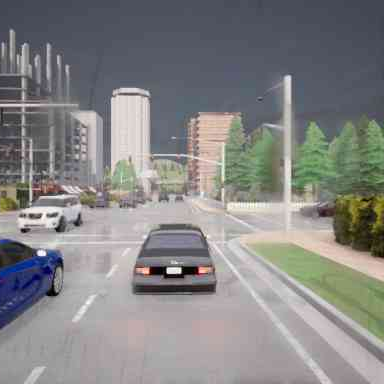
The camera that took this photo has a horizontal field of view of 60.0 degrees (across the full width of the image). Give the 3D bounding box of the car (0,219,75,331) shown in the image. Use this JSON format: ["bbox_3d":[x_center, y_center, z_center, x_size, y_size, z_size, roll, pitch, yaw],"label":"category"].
[{"bbox_3d":[-3.731,1.478,5.559,1.882,1.535,5.008,0,0,-3],"label":"car"}]

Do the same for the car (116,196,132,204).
[{"bbox_3d":[-13.028,1.547,63.775,2.033,1.411,5.357,0,0,-2],"label":"car"}]

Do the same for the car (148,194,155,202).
[{"bbox_3d":[-9.810,1.552,72.425,1.994,1.385,4.181,0,0,-2],"label":"car"}]

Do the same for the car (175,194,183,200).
[{"bbox_3d":[-3.277,1.327,84.907,1.837,1.490,4.892,0,0,-2],"label":"car"}]

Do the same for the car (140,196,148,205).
[{"bbox_3d":[-9.344,1.564,58.009,1.994,1.385,4.181,0,0,-2],"label":"car"}]

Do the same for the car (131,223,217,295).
[{"bbox_3d":[-0.421,1.547,8.858,2.033,1.411,5.357,0,0,-2],"label":"car"}]

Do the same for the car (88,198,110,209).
[{"bbox_3d":[-12.372,1.547,44.834,2.033,1.411,5.357,0,0,-2],"label":"car"}]

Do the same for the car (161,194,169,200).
[{"bbox_3d":[-6.774,1.351,84.775,1.812,1.442,4.674,0,0,-2],"label":"car"}]

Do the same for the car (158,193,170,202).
[{"bbox_3d":[-6.414,1.218,75.241,2.150,2.045,5.566,0,0,-2],"label":"car"}]

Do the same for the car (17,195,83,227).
[{"bbox_3d":[-8.207,1.221,19.867,2.150,2.045,5.566,0,0,-2],"label":"car"}]

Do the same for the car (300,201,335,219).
[{"bbox_3d":[11.742,1.478,28.231,5.008,1.535,1.882,0,0,-1],"label":"car"}]

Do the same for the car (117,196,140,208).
[{"bbox_3d":[-8.942,1.564,46.856,1.994,1.385,4.181,0,0,-2],"label":"car"}]

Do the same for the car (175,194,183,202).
[{"bbox_3d":[-2.929,1.493,75.694,1.837,1.490,4.892,0,0,-2],"label":"car"}]
